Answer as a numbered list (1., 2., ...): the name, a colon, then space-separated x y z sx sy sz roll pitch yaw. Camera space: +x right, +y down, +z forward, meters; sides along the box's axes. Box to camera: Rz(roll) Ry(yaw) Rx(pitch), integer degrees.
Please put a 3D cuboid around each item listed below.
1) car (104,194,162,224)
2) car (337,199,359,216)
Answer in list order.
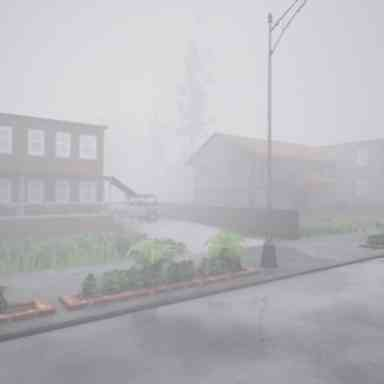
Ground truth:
1. car: -3.799 1.038 20.853 3.866 1.878 1.905 1 0 -35
2. car: 12.938 1.336 30.013 1.845 1.501 3.633 1 0 -35
